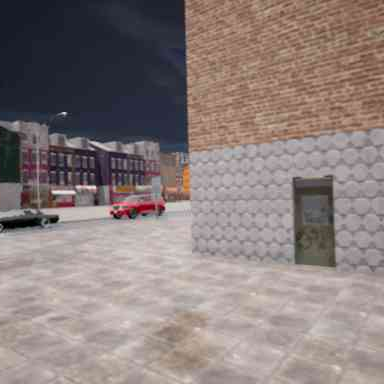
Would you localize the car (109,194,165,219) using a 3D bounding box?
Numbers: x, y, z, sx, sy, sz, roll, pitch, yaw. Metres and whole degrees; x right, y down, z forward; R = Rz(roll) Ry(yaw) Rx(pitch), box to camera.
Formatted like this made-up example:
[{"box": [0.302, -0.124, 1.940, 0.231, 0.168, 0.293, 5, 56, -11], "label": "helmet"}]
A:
[{"box": [-4.697, 1.252, 29.491, 2.150, 2.045, 5.566, -2, -1, 35], "label": "car"}]

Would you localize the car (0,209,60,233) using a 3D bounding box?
[{"box": [-10.870, 1.746, 20.694, 1.895, 1.301, 4.718, -2, -1, 35], "label": "car"}]
